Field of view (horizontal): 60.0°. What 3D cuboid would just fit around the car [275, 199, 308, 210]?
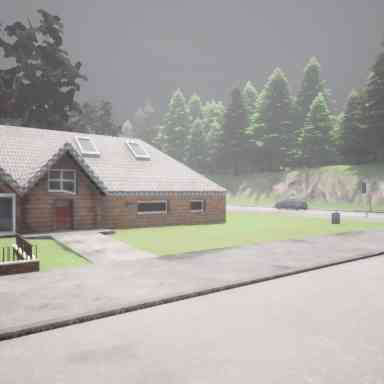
[{"bbox_3d":[12.638,1.576,42.458,1.994,1.385,4.181,0,0,-35],"label":"car"}]
